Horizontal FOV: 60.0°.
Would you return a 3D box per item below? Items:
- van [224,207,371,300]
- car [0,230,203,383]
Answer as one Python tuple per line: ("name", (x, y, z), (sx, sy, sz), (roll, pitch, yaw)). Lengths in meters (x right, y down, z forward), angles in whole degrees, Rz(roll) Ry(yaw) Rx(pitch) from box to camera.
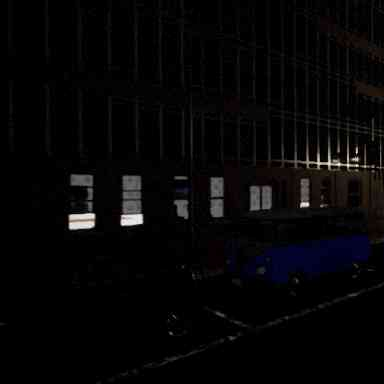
("van", (2.611, 1.290, 7.967), (3.998, 1.788, 1.690), (-1, 0, -36))
("car", (-1.912, 1.432, 4.737), (4.097, 1.590, 1.967), (-1, 0, -36))
